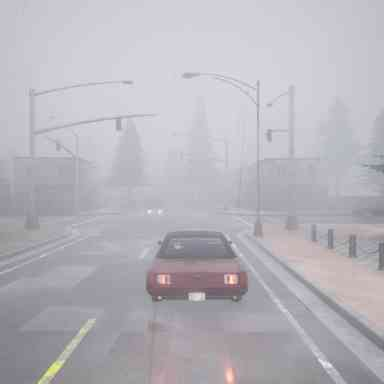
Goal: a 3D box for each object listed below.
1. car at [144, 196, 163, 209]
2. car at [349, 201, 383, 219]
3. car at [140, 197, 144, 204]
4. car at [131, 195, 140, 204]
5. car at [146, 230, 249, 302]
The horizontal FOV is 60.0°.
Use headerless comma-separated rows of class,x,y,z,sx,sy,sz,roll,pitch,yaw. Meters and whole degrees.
car,-4.823,1.530,43.443,1.994,1.385,4.181,0,0,-6
car,15.771,1.476,27.886,4.902,1.511,2.128,0,0,2
car,-6.701,1.470,53.679,1.837,1.490,4.892,0,0,-16
car,-11.056,1.443,65.326,1.882,1.535,5.008,0,0,-26
car,0.074,1.601,8.227,1.895,1.301,4.718,0,0,-1
